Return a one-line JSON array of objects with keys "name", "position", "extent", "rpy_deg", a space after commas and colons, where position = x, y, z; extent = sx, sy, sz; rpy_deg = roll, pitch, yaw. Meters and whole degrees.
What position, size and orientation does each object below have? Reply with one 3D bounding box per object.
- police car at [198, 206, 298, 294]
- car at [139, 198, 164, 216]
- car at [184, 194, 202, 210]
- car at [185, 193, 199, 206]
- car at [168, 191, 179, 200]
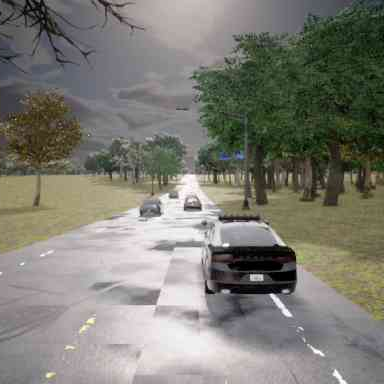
[{"name": "police car", "position": [1.226, 1.411, 8.878], "extent": [1.930, 1.638, 5.238], "rpy_deg": [0, 0, 0]}, {"name": "car", "position": [-3.595, 1.317, 29.950], "extent": [1.837, 1.490, 4.892], "rpy_deg": [0, 1, 0]}, {"name": "car", "position": [0.077, 1.266, 37.031], "extent": [1.994, 1.385, 4.181], "rpy_deg": [0, 1, 0]}, {"name": "car", "position": [0.035, 0.991, 46.989], "extent": [1.882, 1.535, 5.008], "rpy_deg": [0, 1, 1]}, {"name": "car", "position": [-3.488, 0.630, 64.087], "extent": [1.837, 1.490, 4.892], "rpy_deg": [0, 2, 0]}]
